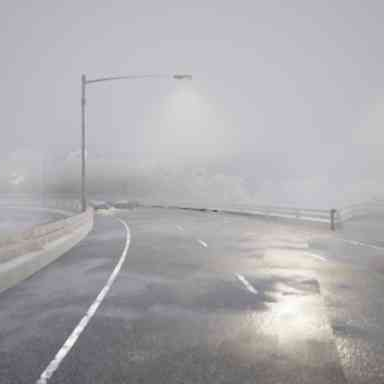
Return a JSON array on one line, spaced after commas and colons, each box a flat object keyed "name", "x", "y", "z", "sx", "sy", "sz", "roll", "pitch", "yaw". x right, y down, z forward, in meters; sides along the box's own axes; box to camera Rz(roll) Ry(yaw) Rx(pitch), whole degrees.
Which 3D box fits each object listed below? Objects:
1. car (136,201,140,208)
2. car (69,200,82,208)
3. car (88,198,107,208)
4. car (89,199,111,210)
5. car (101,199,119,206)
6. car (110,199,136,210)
[{"name": "car", "x": -11.306, "y": 2.215, "z": 61.099, "sx": 2.128, "sy": 1.511, "sz": 4.902, "roll": 0, "pitch": -1, "yaw": -35}, {"name": "car", "x": -22.598, "y": 2.355, "z": 64.927, "sx": 1.812, "sy": 1.442, "sz": 4.674, "roll": 0, "pitch": -1, "yaw": -40}, {"name": "car", "x": -18.731, "y": 2.170, "z": 65.623, "sx": 2.097, "sy": 1.767, "sz": 4.553, "roll": 0, "pitch": -1, "yaw": -38}, {"name": "car", "x": -14.988, "y": 2.192, "z": 53.748, "sx": 1.812, "sy": 1.442, "sz": 4.674, "roll": 0, "pitch": -1, "yaw": -31}, {"name": "car", "x": -17.219, "y": 2.231, "z": 69.417, "sx": 1.994, "sy": 1.385, "sz": 4.181, "roll": 0, "pitch": -1, "yaw": -40}, {"name": "car", "x": -11.345, "y": 2.130, "z": 54.446, "sx": 1.882, "sy": 1.535, "sz": 5.008, "roll": 0, "pitch": -1, "yaw": -30}]
